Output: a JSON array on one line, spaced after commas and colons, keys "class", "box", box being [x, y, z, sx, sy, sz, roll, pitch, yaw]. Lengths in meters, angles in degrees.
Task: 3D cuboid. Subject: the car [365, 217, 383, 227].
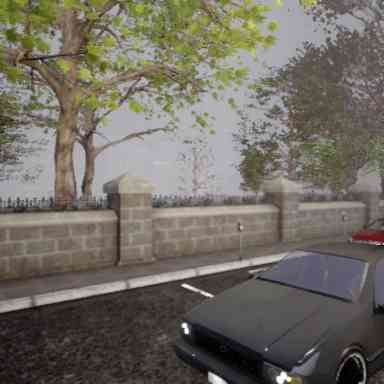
[{"class": "car", "box": [7.126, 1.534, 11.639, 4.206, 1.307, 1.802, 0, 0, -35]}]

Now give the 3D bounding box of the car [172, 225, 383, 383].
[{"class": "car", "box": [2.325, 1.529, 5.059, 5.357, 1.411, 2.033, 0, 0, -39]}]
